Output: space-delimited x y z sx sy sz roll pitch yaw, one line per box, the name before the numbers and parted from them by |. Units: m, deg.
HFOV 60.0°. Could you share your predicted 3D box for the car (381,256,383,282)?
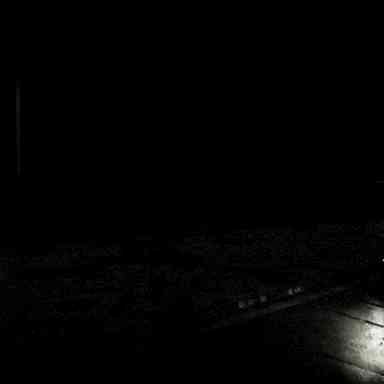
car | 6.489 1.478 8.025 5.008 1.535 1.882 0 0 -36
